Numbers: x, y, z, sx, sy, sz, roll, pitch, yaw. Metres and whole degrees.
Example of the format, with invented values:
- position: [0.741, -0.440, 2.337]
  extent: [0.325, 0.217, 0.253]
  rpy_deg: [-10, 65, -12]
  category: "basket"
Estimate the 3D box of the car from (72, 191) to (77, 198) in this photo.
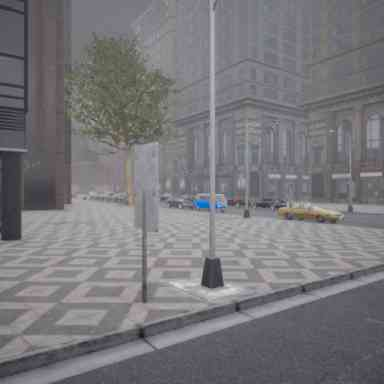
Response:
- position: [-27.147, 0.483, 74.592]
  extent: [1.967, 1.590, 4.097]
  rpy_deg: [1, 0, -35]
  category: "car"

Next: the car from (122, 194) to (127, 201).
- position: [-7.720, 1.050, 46.845]
  extent: [1.752, 1.417, 4.829]
  rpy_deg: [1, 0, -35]
  category: "car"

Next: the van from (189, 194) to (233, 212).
- position: [1.852, 1.090, 33.175]
  extent: [1.690, 1.788, 3.998]
  rpy_deg: [1, 0, -35]
  category: "van"

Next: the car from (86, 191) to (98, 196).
- position: [-26.613, 0.470, 88.687]
  extent: [1.802, 1.307, 4.206]
  rpy_deg: [1, 0, -35]
  category: "car"

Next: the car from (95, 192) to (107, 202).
- position: [-14.261, 0.910, 56.187]
  extent: [2.008, 1.369, 4.403]
  rpy_deg: [1, 0, -35]
  category: "car"

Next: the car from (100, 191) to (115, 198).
- position: [-20.169, 0.586, 79.485]
  extent: [1.887, 1.381, 4.507]
  rpy_deg: [1, 0, -35]
  category: "car"

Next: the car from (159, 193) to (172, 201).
- position: [-4.058, 0.879, 56.481]
  extent: [1.967, 1.590, 4.097]
  rpy_deg: [1, 0, -35]
  category: "car"

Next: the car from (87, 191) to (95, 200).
- position: [-17.483, 0.829, 60.788]
  extent: [2.008, 1.369, 4.403]
  rpy_deg: [1, 0, -35]
  category: "car"

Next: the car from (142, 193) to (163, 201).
- position: [-7.282, 0.909, 61.082]
  extent: [2.008, 1.369, 4.403]
  rpy_deg: [1, 0, -35]
  category: "car"

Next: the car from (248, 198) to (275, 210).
- position: [8.828, 1.313, 38.073]
  extent: [1.947, 1.339, 4.313]
  rpy_deg: [1, 0, -35]
  category: "car"

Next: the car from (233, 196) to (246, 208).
- position: [5.608, 1.222, 42.674]
  extent: [1.887, 1.381, 4.507]
  rpy_deg: [1, 0, -35]
  category: "car"

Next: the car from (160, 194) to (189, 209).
- position: [-1.372, 1.229, 37.778]
  extent: [2.008, 1.369, 4.403]
  rpy_deg: [1, 0, -35]
  category: "car"

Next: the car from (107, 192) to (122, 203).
- position: [-11.039, 0.991, 51.586]
  extent: [2.008, 1.369, 4.403]
  rpy_deg: [1, 0, -35]
  category: "car"

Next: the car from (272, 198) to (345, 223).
- position: [8.393, 1.397, 23.829]
  extent: [1.752, 1.417, 4.829]
  rpy_deg: [1, 0, -35]
  category: "car"
